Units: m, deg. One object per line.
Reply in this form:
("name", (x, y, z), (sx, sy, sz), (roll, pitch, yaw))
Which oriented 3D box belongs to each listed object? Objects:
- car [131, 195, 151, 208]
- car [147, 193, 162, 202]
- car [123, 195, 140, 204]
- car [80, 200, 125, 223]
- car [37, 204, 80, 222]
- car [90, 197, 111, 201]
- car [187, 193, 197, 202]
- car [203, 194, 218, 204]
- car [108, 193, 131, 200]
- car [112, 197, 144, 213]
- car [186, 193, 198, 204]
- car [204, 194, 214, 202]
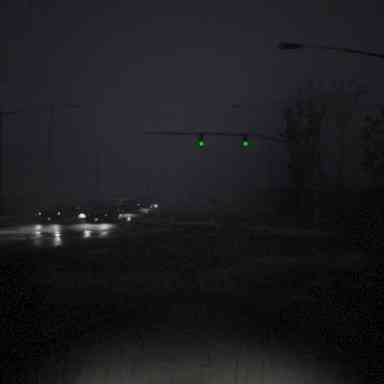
("car", (-7.037, 1.416, 47.512), (1.882, 1.535, 5.008), (0, 1, 0))
("car", (-7.008, 0.991, 62.714), (2.128, 1.511, 4.902), (0, 1, 0))
("car", (-10.520, 1.282, 58.167), (1.882, 1.535, 5.008), (0, 1, 0))
("car", (-7.134, 1.620, 27.089), (2.033, 1.411, 5.357), (0, 0, -2))
("car", (-10.604, 1.675, 26.897), (1.895, 1.301, 4.718), (0, 0, 0))
("car", (-10.590, 1.597, 36.122), (1.994, 1.385, 4.181), (0, 0, 0))
("car", (-0.009, 1.029, 68.928), (2.097, 1.767, 4.553), (0, 1, 0))
("car", (3.492, 1.409, 58.829), (1.895, 1.301, 4.718), (0, 1, 0))
("car", (-10.532, 1.157, 47.483), (2.150, 2.045, 5.566), (0, 1, 0))
("car", (-7.090, 1.577, 37.161), (2.033, 1.411, 5.357), (0, 0, 1))
("car", (-0.007, 1.358, 58.431), (2.033, 1.411, 5.357), (0, 1, 0))
("car", (3.491, 1.201, 68.961), (1.812, 1.442, 4.674), (0, 1, 0))
